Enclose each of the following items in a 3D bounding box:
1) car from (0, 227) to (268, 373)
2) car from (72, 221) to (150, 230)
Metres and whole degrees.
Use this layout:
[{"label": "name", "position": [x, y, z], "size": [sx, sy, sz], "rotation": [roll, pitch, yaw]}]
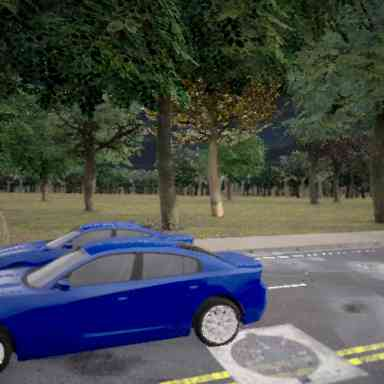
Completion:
[{"label": "car", "position": [-1.254, 1.494, 5.254], "size": [5.008, 1.535, 1.882], "rotation": [0, 0, -19]}, {"label": "car", "position": [-2.328, 1.502, 8.321], "size": [5.008, 1.535, 1.882], "rotation": [0, 0, -19]}]
